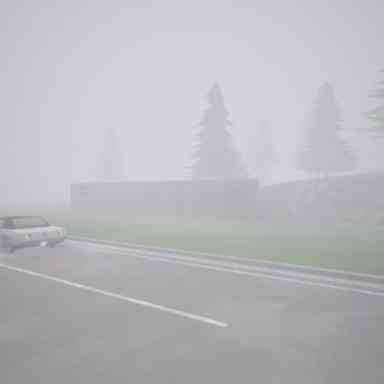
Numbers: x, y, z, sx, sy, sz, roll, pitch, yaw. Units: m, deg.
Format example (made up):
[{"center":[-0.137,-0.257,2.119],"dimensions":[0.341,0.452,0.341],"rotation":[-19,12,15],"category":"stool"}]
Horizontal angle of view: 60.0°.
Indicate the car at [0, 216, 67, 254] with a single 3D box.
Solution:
[{"center":[-7.302,1.624,13.654],"dimensions":[4.718,1.301,1.895],"rotation":[0,0,36],"category":"car"}]
